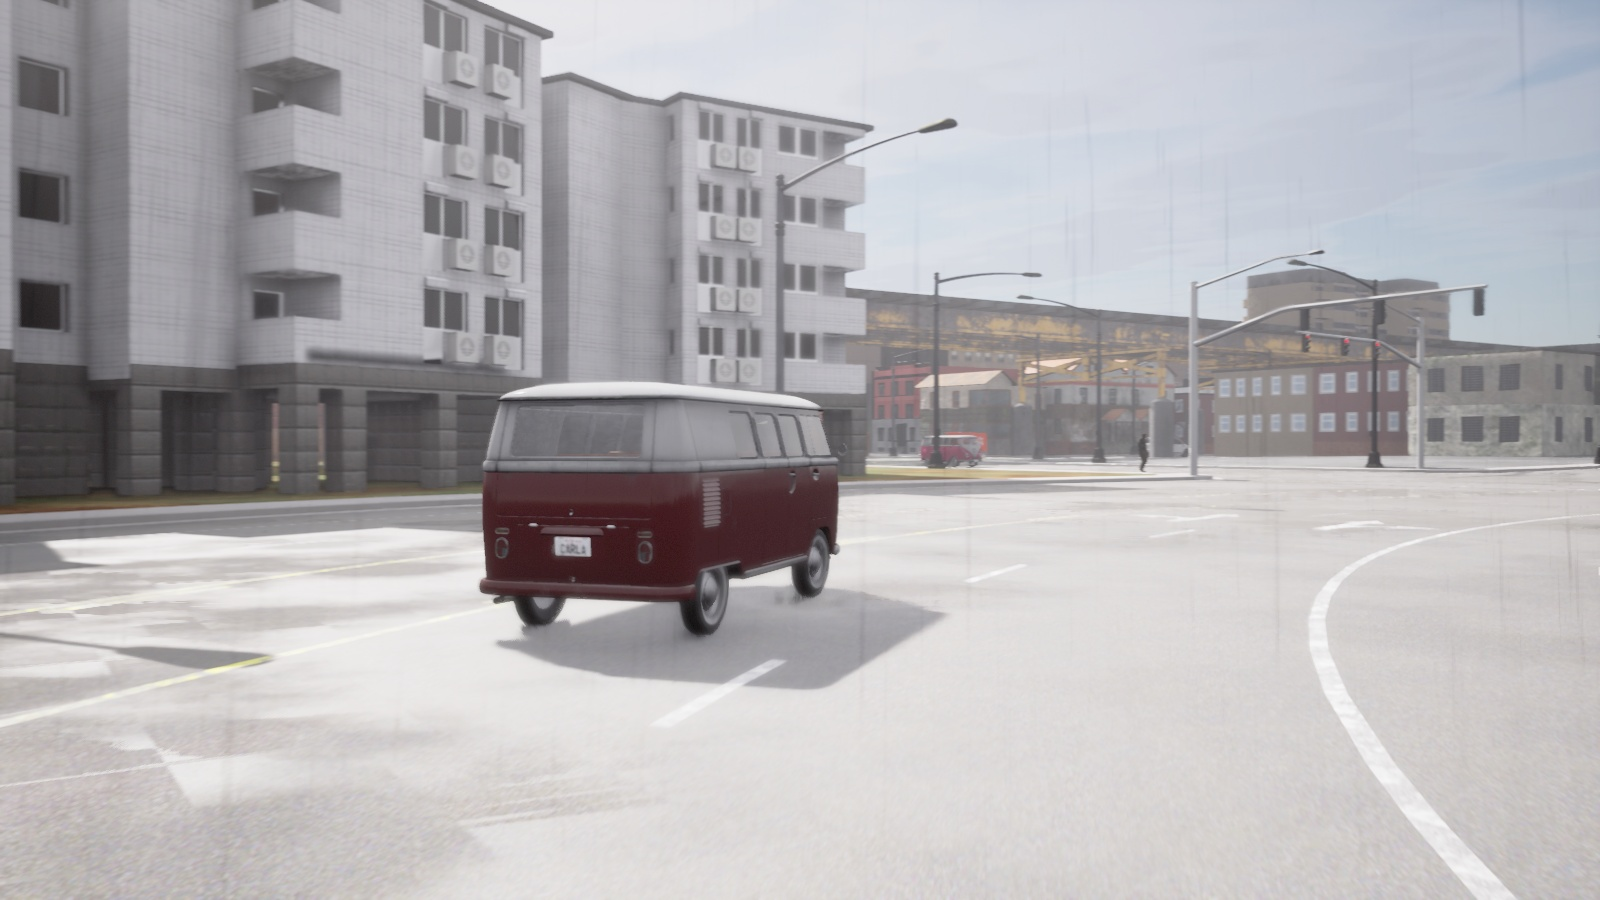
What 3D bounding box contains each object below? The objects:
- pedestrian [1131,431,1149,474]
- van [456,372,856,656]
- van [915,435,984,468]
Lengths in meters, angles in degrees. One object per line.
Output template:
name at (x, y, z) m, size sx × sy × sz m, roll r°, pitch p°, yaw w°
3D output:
pedestrian at (15.263, 0.117, 56.396) m, size 0.395 × 1.930 × 0.692 m, roll 0°, pitch 0°, yaw -36°
van at (-0.995, 0.434, 11.161) m, size 1.775 × 1.987 × 4.442 m, roll 0°, pitch 0°, yaw 19°
van at (9.205, 0.079, 77.720) m, size 1.775 × 1.987 × 4.442 m, roll 0°, pitch 0°, yaw -33°
